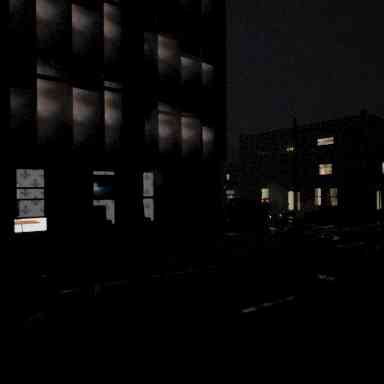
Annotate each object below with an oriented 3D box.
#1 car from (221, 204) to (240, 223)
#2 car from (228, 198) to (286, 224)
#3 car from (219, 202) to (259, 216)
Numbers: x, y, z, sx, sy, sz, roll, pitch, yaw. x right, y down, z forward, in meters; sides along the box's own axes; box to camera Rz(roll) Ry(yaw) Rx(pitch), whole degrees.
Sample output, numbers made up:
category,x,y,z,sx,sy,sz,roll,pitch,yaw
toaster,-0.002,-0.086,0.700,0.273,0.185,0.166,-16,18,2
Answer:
category,x,y,z,sx,sy,sz,roll,pitch,yaw
car,1.632,1.934,28.496,1.947,1.339,4.313,-2,0,-37
car,5.249,1.525,28.195,2.150,2.045,5.566,-1,0,-37
car,5.268,1.920,38.085,2.008,1.369,4.403,-2,0,-37
